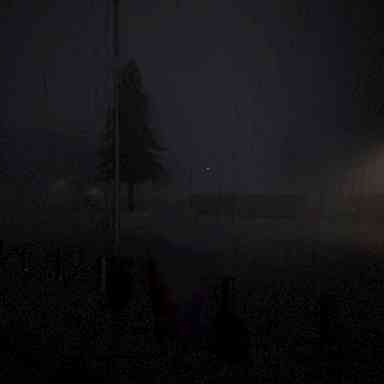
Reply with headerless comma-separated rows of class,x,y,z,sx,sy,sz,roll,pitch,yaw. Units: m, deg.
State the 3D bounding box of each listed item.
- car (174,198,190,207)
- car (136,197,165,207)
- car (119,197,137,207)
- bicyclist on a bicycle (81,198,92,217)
car,-0.881,1.598,52.080,1.994,1.385,4.181,0,0,36
car,-5.995,1.601,51.166,1.994,1.385,4.181,0,0,36
car,-9.419,1.518,52.404,1.882,1.535,5.008,0,0,36
bicyclist on a bicycle,-8.945,1.326,28.258,1.656,1.620,0.582,0,0,36
